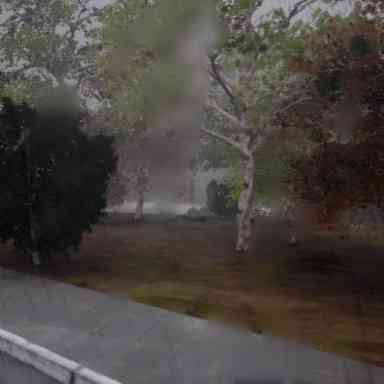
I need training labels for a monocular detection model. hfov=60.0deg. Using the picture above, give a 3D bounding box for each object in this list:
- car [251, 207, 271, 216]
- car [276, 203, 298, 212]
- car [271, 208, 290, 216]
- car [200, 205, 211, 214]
[{"bbox_3d":[11.889,3.479,61.222,4.181,1.385,1.994,3,0,-41],"label":"car"},{"bbox_3d":[23.576,3.877,82.238,5.566,2.045,2.435,3,0,-41],"label":"car"},{"bbox_3d":[15.869,3.719,60.492,4.718,1.301,1.895,3,0,-41],"label":"car"},{"bbox_3d":[3.533,2.860,53.869,4.892,1.490,1.837,7,-3,-40],"label":"car"}]
